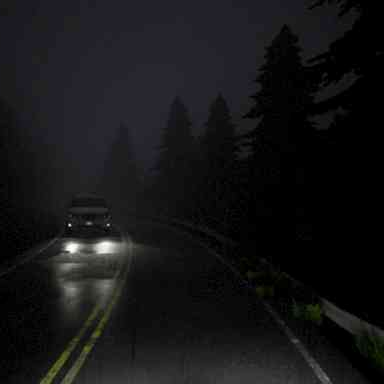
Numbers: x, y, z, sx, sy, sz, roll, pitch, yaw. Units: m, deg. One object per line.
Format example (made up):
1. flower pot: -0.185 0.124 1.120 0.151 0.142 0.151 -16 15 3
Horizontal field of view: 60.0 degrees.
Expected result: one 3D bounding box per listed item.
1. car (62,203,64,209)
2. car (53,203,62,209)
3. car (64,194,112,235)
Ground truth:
1. car: -14.242 1.437 41.328 2.033 1.411 5.357 3 -2 -31
2. car: -22.709 2.725 58.141 1.837 1.490 4.892 0 -7 -3
3. car: -5.836 1.159 18.857 2.150 2.045 5.566 2 0 -18
